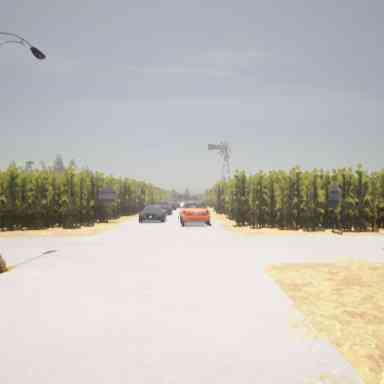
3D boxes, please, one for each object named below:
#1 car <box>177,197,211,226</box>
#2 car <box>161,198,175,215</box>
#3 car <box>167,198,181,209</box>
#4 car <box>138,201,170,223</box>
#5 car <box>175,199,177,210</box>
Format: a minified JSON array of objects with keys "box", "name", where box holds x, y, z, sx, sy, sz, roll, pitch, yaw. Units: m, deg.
[{"box":[0.155,1.491,24.874,2.097,1.767,4.553,0,-1,-4],"name":"car"},{"box":[-3.132,1.696,36.165,1.837,1.490,4.892,0,0,0],"name":"car"},{"box":[-3.062,1.894,56.271,2.097,1.767,4.553,0,-1,1],"name":"car"},{"box":[-3.151,1.729,27.298,1.994,1.385,4.181,0,-1,0],"name":"car"},{"box":[-3.110,1.762,45.631,2.128,1.511,4.902,0,-1,0],"name":"car"}]
